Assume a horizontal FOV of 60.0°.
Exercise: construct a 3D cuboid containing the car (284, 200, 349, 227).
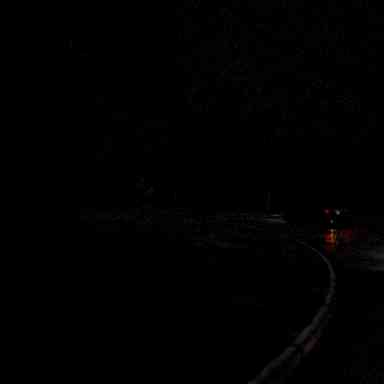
[{"bbox_3d":[8.374,1.343,22.939,2.097,1.767,4.553,0,0,-22],"label":"car"}]
